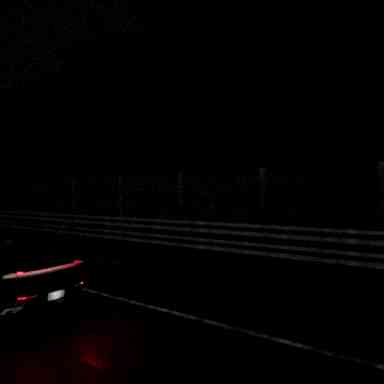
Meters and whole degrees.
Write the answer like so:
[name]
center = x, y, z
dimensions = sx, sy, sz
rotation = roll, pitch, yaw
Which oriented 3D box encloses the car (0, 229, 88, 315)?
[car]
center = -4.267, 1.540, 7.030
dimensions = 4.902, 1.511, 2.128
rotation = 0, 0, 35
